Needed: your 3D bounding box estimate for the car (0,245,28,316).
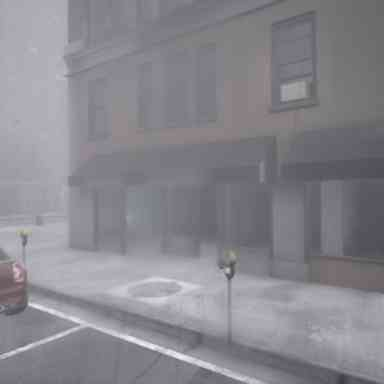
[{"bbox_3d":[-5.022,1.515,6.430,4.097,1.590,1.967,-1,0,36],"label":"car"}]
